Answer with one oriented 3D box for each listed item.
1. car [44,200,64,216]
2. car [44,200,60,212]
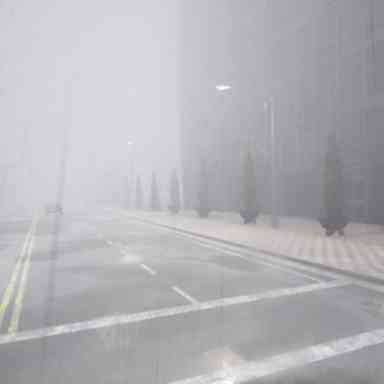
[{"bbox_3d":[-15.776,1.868,38.076,2.128,1.511,4.902,-1,0,-23],"label":"car"},{"bbox_3d":[-20.059,1.942,47.517,1.882,1.535,5.008,-1,0,-24],"label":"car"}]
